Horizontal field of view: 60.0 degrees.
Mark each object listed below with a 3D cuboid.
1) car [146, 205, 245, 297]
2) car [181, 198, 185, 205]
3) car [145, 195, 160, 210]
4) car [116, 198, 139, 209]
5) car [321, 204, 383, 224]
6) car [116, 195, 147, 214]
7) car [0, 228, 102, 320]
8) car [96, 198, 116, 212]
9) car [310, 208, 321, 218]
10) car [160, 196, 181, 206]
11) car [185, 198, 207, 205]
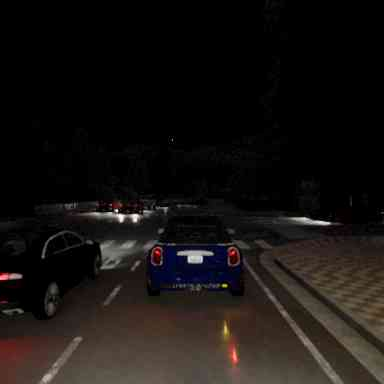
[{"bbox_3d":[0.106,1.404,8.903,2.097,1.767,4.553,0,0,1],"label":"car"},{"bbox_3d":[-1.726,1.932,69.566,1.812,1.442,4.674,0,0,42],"label":"car"},{"bbox_3d":[-6.738,1.507,48.712,2.150,2.045,5.566,0,0,6],"label":"car"},{"bbox_3d":[-9.833,1.778,51.166,1.882,1.535,5.008,0,0,10],"label":"car"},{"bbox_3d":[13.146,1.778,26.897,4.181,1.385,1.994,0,0,-2],"label":"car"},{"bbox_3d":[-7.067,1.582,39.127,2.097,1.767,4.553,0,0,1],"label":"car"},{"bbox_3d":[-3.413,1.535,7.382,2.128,1.511,4.902,0,0,0],"label":"car"},{"bbox_3d":[-10.483,1.598,41.967,2.097,1.767,4.553,0,0,3],"label":"car"},{"bbox_3d":[13.036,1.798,30.404,4.181,1.385,1.994,0,0,0],"label":"car"},{"bbox_3d":[-4.268,1.869,58.576,1.812,1.442,4.674,0,0,25],"label":"car"},{"bbox_3d":[1.240,1.921,67.420,1.812,1.442,4.674,0,-1,41],"label":"car"}]
